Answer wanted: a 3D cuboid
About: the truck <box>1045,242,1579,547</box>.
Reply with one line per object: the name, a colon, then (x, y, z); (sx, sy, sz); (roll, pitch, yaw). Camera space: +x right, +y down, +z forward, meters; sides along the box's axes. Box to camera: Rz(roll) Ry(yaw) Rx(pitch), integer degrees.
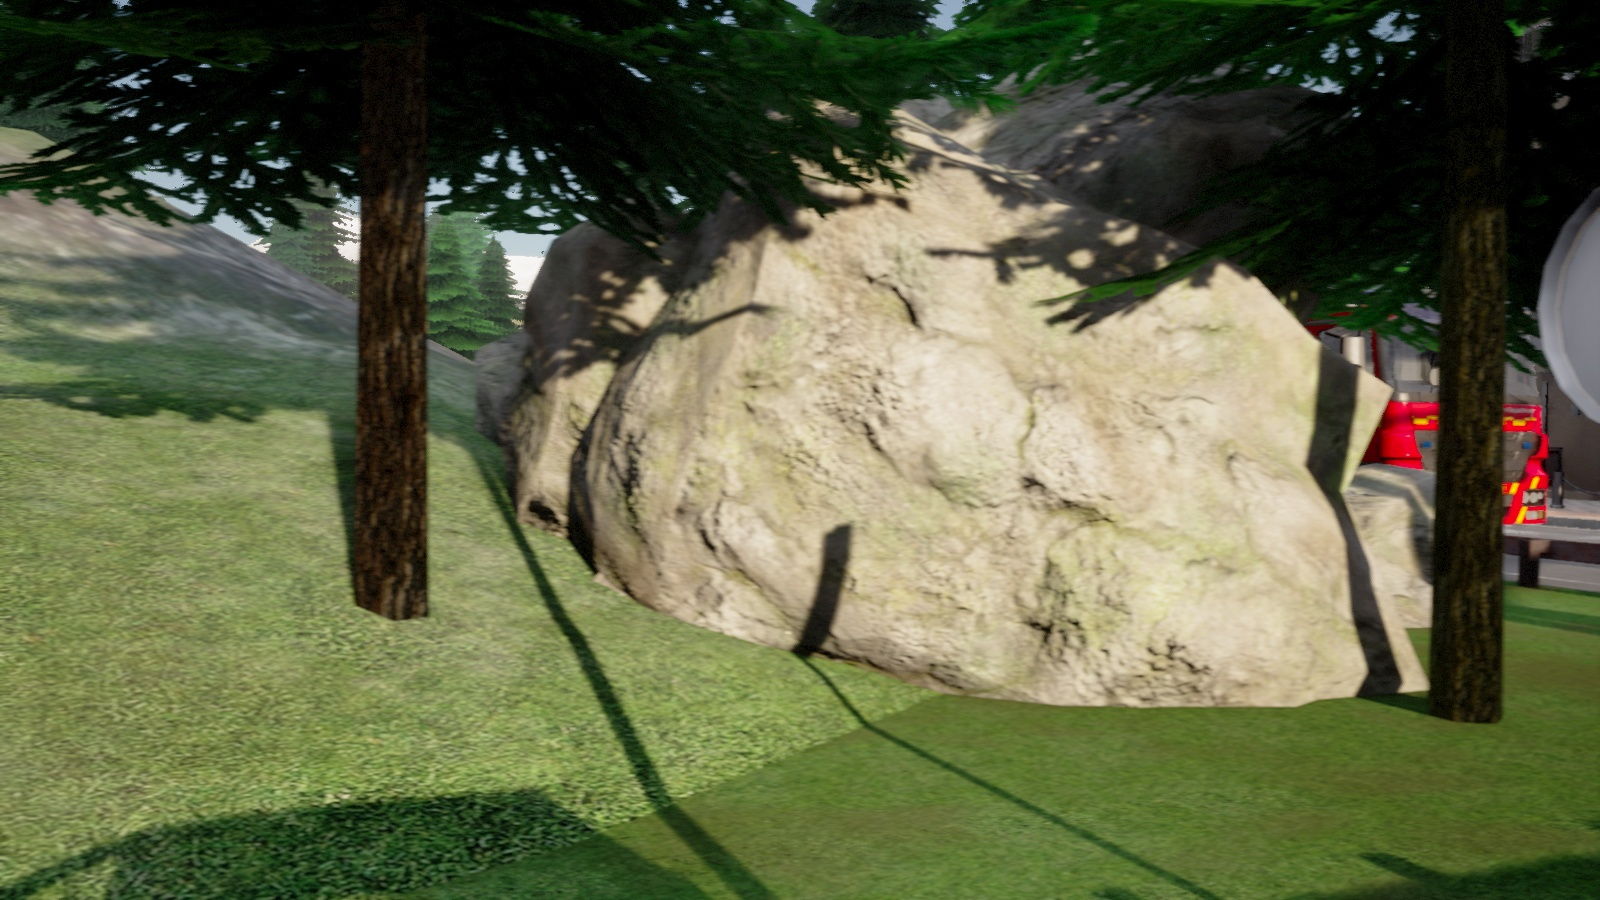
truck: (7.521, -0.762, 20.205); (2.891, 3.827, 8.468); (-1, 1, -22)
